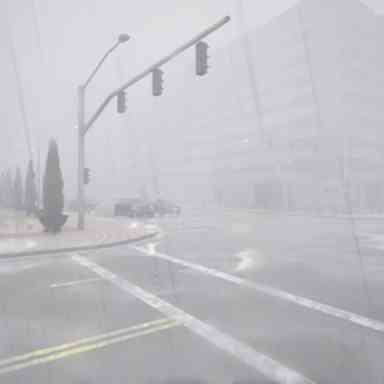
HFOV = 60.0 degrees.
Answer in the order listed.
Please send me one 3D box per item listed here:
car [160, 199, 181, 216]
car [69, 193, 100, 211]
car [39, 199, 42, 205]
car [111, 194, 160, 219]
[{"bbox_3d":[-2.877,1.445,31.364,2.128,1.511,4.902,0,0,-35],"label":"car"},{"bbox_3d":[-13.267,1.304,40.210,2.097,1.767,4.553,0,0,-35],"label":"car"},{"bbox_3d":[-23.506,1.444,54.697,2.128,1.511,4.902,0,0,-35],"label":"car"},{"bbox_3d":[-4.968,1.303,28.258,2.097,1.767,4.553,0,0,-35],"label":"car"}]
